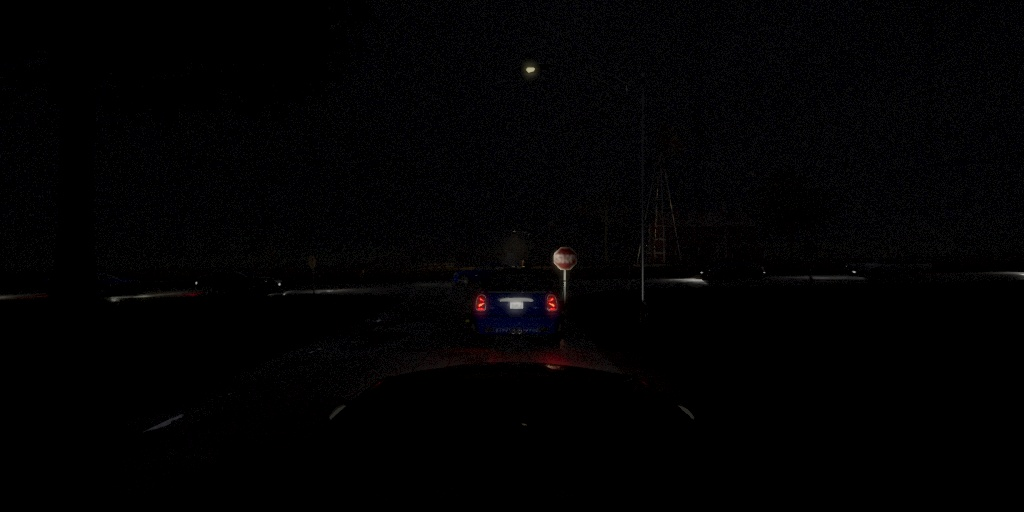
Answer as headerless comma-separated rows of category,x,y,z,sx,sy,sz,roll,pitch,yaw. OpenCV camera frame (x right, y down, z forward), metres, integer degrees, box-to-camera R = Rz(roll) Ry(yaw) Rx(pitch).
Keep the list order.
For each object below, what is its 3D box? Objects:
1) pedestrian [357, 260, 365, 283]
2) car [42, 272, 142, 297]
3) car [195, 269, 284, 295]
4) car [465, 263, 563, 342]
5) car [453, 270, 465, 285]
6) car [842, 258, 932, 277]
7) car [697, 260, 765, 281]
pedestrian,-12.145,1.215,28.819,0.375,1.860,0.375,0,2,0
car,-26.759,1.746,22.932,5.008,1.535,1.882,-1,1,1
car,-17.288,1.586,22.878,4.902,1.511,2.128,-1,1,0
car,0.103,1.104,9.979,2.097,1.767,4.553,0,0,0
car,-1.694,1.262,25.762,5.008,1.535,1.882,0,0,0
car,26.633,0.790,25.581,4.718,1.301,1.895,-1,1,0
car,15.573,0.976,25.641,4.181,1.385,1.994,-1,1,1
